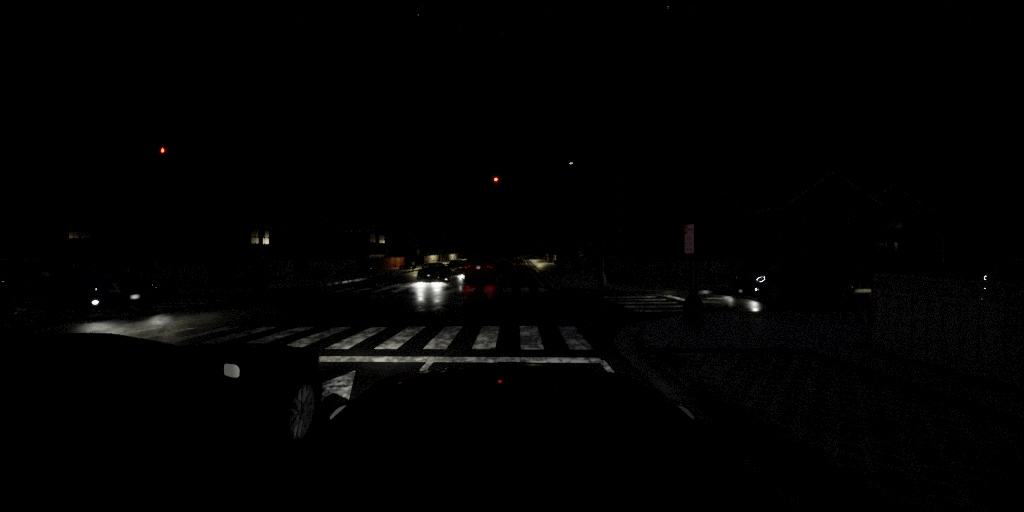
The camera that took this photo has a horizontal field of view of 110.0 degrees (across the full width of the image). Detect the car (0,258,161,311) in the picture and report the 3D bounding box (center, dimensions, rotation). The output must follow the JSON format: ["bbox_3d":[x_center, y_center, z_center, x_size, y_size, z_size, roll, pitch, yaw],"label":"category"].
[{"bbox_3d":[-15.901,1.093,12.967,5.566,2.045,2.150,0,0,9],"label":"car"}]

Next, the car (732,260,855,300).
[{"bbox_3d":[12.647,0.994,16.349,4.553,1.767,2.097,0,0,-1],"label":"car"}]

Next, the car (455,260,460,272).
[{"bbox_3d":[-5.964,1.166,38.776,1.812,1.442,4.674,0,0,1],"label":"car"}]

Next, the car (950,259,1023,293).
[{"bbox_3d":[22.720,0.914,16.451,4.553,1.767,2.097,0,0,0],"label":"car"}]

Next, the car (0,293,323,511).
[{"bbox_3d":[-3.153,1.228,2.192,1.882,1.535,5.008,0,0,1],"label":"car"}]

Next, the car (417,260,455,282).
[{"bbox_3d":[-6.137,1.251,28.484,1.994,1.385,4.181,0,0,1],"label":"car"}]

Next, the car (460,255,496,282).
[{"bbox_3d":[-2.477,0.909,28.224,2.150,2.045,5.566,0,0,-1],"label":"car"}]
